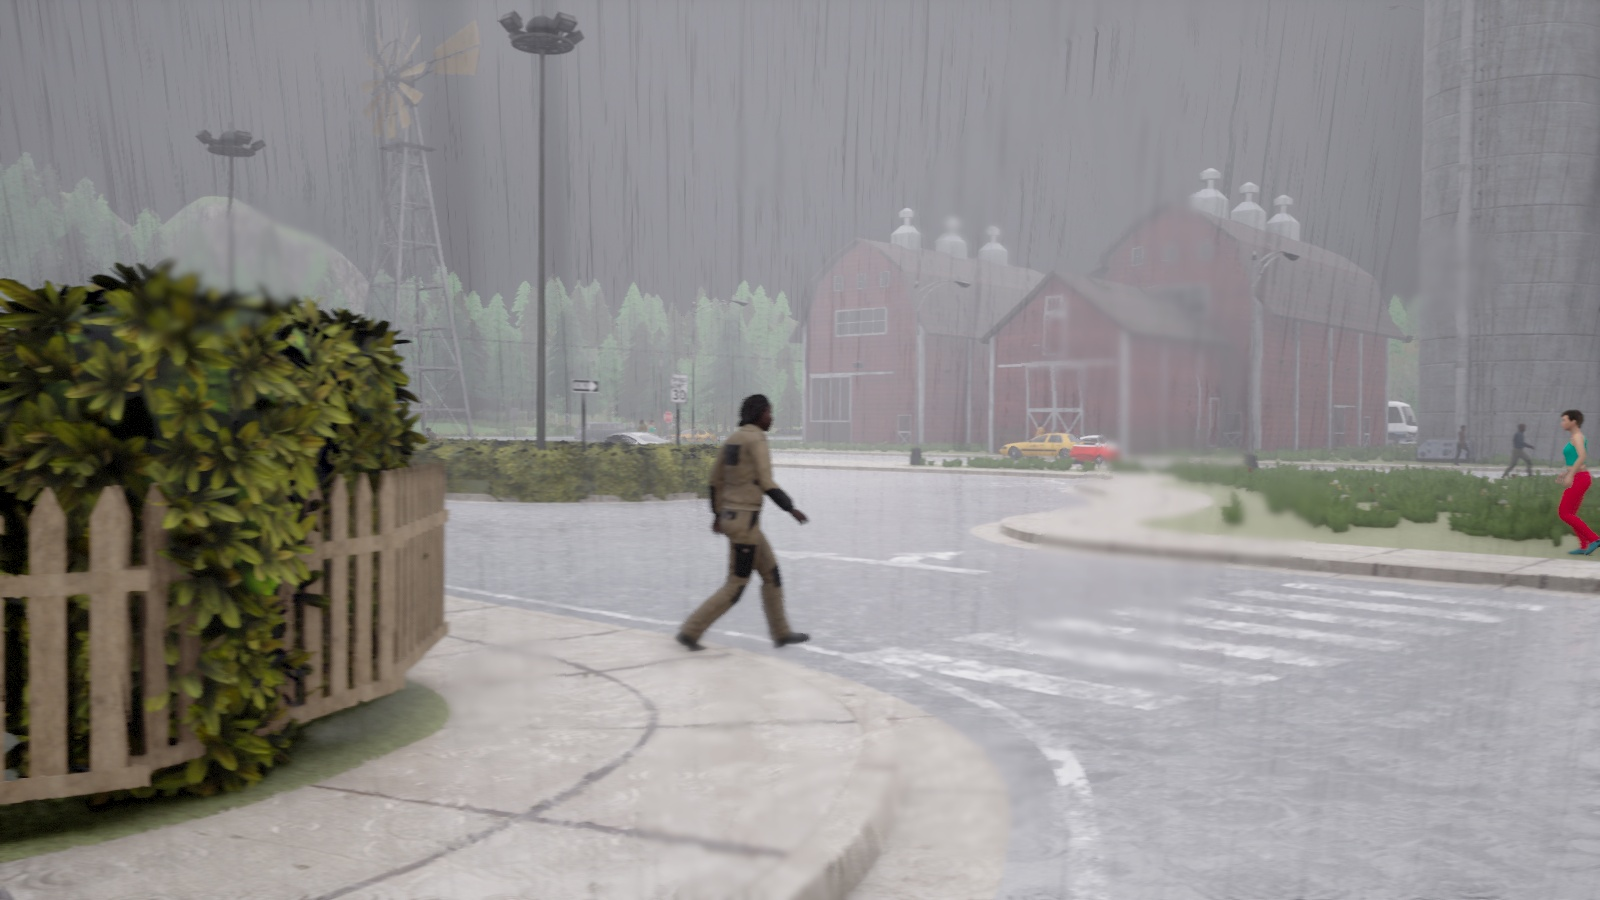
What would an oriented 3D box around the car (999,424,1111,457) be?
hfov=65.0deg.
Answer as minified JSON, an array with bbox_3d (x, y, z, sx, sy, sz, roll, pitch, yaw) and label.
[{"bbox_3d":[12.864,-0.491,63.584,5.366,1.575,1.801,0,1,42],"label":"car"}]

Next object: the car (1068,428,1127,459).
[{"bbox_3d":[13.750,-0.287,58.104,2.207,1.376,1.481,0,1,42],"label":"car"}]

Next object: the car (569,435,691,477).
[{"bbox_3d":[-6.252,0.188,45.897,4.674,1.442,1.812,0,1,42],"label":"car"}]

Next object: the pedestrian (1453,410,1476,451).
[{"bbox_3d":[29.361,-0.859,55.485,0.328,1.805,0.869,-1,1,-32],"label":"pedestrian"}]

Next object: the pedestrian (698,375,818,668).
[{"bbox_3d":[-0.288,0.462,8.571,0.692,1.930,0.396,-1,1,-22],"label":"pedestrian"}]

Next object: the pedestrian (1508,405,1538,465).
[{"bbox_3d":[22.534,-0.465,39.142,0.726,1.835,0.370,0,1,41],"label":"pedestrian"}]

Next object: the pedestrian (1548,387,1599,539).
[{"bbox_3d":[9.558,0.150,15.439,0.594,1.836,0.345,0,1,36],"label":"pedestrian"}]
